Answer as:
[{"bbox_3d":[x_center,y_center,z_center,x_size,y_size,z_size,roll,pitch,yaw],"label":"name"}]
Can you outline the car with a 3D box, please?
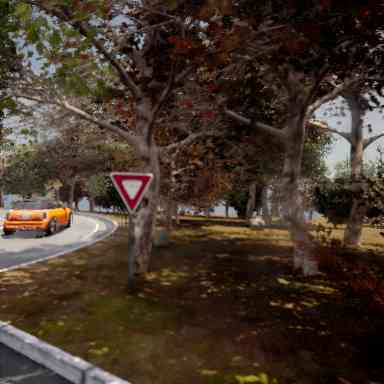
[{"bbox_3d":[-7.742,1.130,17.216,2.097,1.767,4.553,0,0,-6],"label":"car"}]
